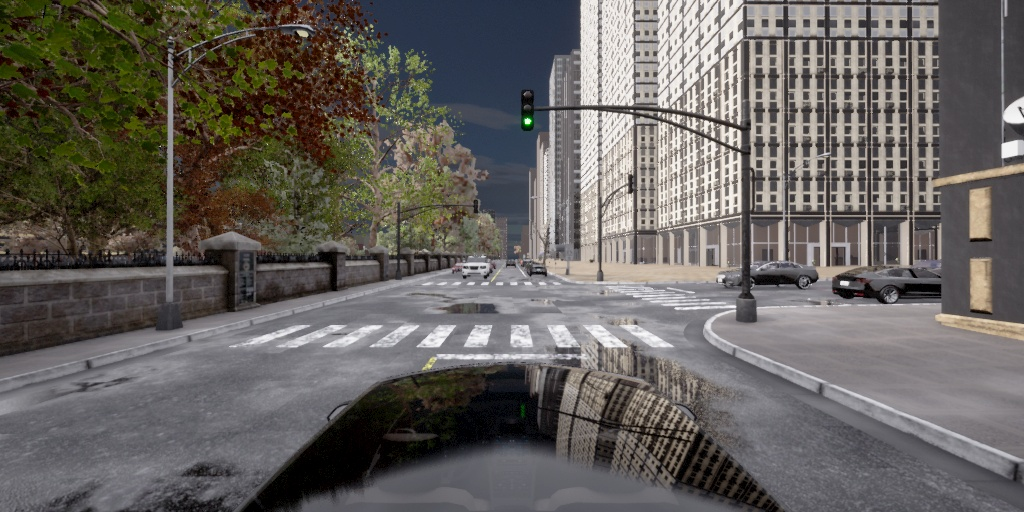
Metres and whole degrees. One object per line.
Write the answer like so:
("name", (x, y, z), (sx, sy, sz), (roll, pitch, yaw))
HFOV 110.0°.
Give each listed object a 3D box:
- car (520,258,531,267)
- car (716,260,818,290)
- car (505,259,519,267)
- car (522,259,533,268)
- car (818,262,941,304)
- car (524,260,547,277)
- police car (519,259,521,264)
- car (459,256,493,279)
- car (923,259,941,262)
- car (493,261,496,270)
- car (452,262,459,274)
("car", (2.472, 1.352, 47.336), (1.948, 1.339, 4.313), (0, 0, 0))
("car", (13.659, 0.998, 19.341), (4.902, 1.511, 2.128), (-1, 0, 0))
("car", (-0.202, 1.316, 65.104), (1.837, 1.490, 4.892), (0, 0, 0))
("car", (2.500, 1.345, 41.703), (1.948, 1.339, 4.313), (0, 0, 0))
("car", (14.632, 1.029, 13.547), (4.313, 1.339, 1.948), (0, 0, -1))
("car", (2.527, 1.340, 36.071), (1.948, 1.339, 4.313), (0, 0, 0))
("police car", (2.834, 1.235, 64.495), (1.930, 1.638, 5.238), (0, 0, 0))
("car", (-3.247, 0.993, 33.261), (2.150, 2.045, 5.566), (0, 0, 0))
("car", (23.477, 0.886, 19.433), (5.357, 1.411, 2.033), (-1, 0, -1))
("car", (-3.283, 1.307, 43.470), (1.812, 1.442, 4.674), (0, 0, 0))
("car", (-5.881, 1.362, 41.662), (1.802, 1.307, 4.207), (0, 0, 0))
